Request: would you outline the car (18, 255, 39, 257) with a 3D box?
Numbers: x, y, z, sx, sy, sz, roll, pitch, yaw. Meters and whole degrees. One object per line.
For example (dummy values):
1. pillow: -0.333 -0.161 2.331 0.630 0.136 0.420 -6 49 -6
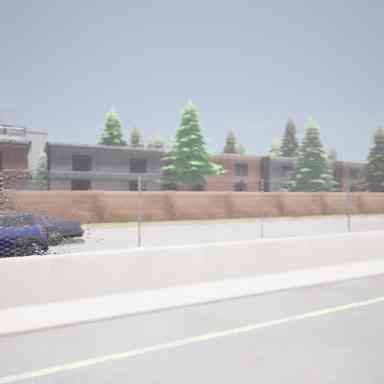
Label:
1. car: -7.387 1.459 11.386 4.553 1.767 2.097 0 -1 -26
